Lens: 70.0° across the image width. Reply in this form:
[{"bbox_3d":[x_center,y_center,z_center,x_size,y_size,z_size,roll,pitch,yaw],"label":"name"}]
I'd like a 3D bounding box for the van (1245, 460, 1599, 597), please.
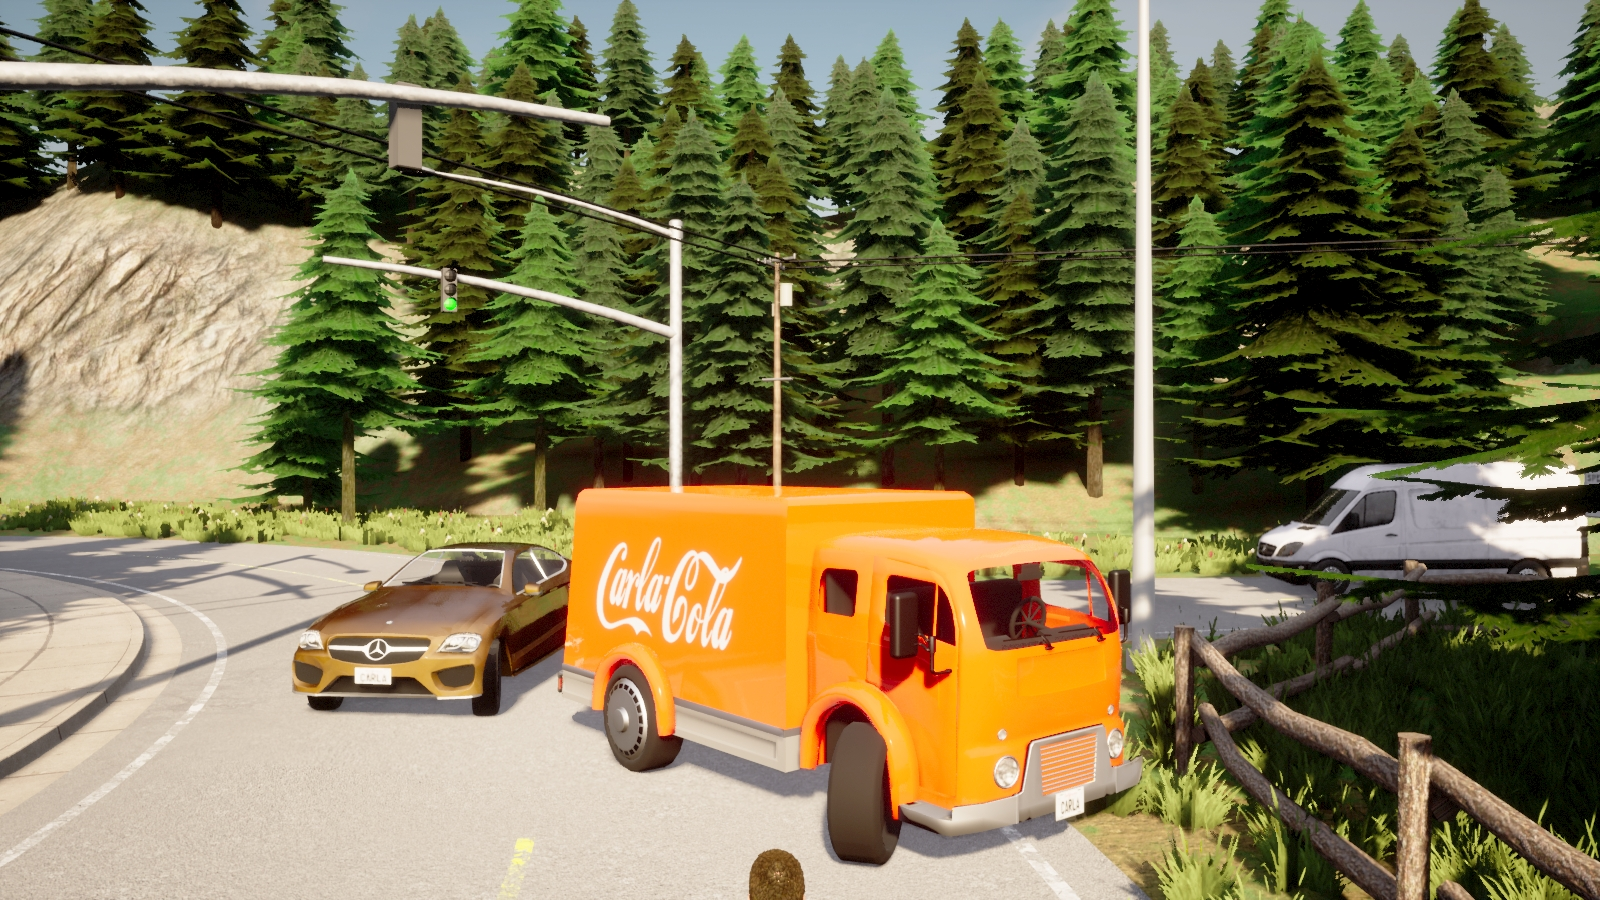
[{"bbox_3d":[12.306,1.531,22.943,5.915,2.561,1.988,-1,0,4],"label":"van"}]

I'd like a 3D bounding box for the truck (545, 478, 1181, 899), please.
[{"bbox_3d":[0.202,1.542,9.769,2.627,2.467,5.204,0,0,-39],"label":"truck"}]

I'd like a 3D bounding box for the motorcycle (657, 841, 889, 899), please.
[{"bbox_3d":[-0.074,2.159,3.526,0.803,1.199,2.033,0,0,-2],"label":"motorcycle"}]

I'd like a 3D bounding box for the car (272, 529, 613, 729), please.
[{"bbox_3d":[-4.038,1.970,14.038,2.152,1.651,5.027,0,0,6],"label":"car"}]
